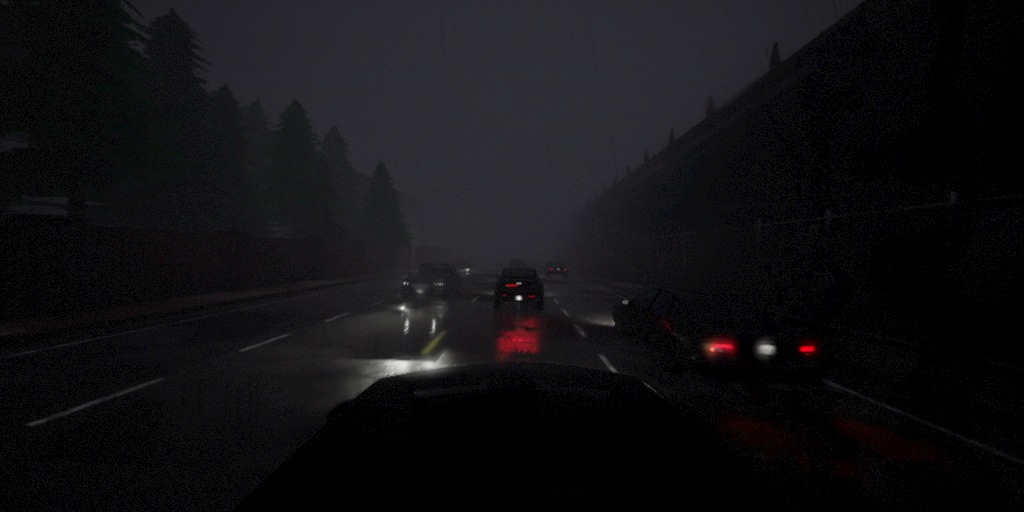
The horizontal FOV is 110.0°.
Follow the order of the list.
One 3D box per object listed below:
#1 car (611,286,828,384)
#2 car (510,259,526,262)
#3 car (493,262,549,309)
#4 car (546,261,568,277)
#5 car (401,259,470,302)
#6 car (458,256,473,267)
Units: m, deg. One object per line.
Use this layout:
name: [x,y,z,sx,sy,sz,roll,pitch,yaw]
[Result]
car: [3.628,1.353,7.564,2.033,1.411,5.357,2,0,1]
car: [0.552,1.030,33.583,1.882,1.535,5.008,2,0,1]
car: [0.276,1.176,14.693,1.837,1.490,4.892,1,0,1]
car: [4.048,1.191,33.553,2.033,1.411,5.357,2,0,1]
car: [-3.407,1.059,15.925,2.128,1.511,4.902,2,0,1]
car: [-6.347,0.756,47.876,1.882,1.535,5.008,2,0,1]
